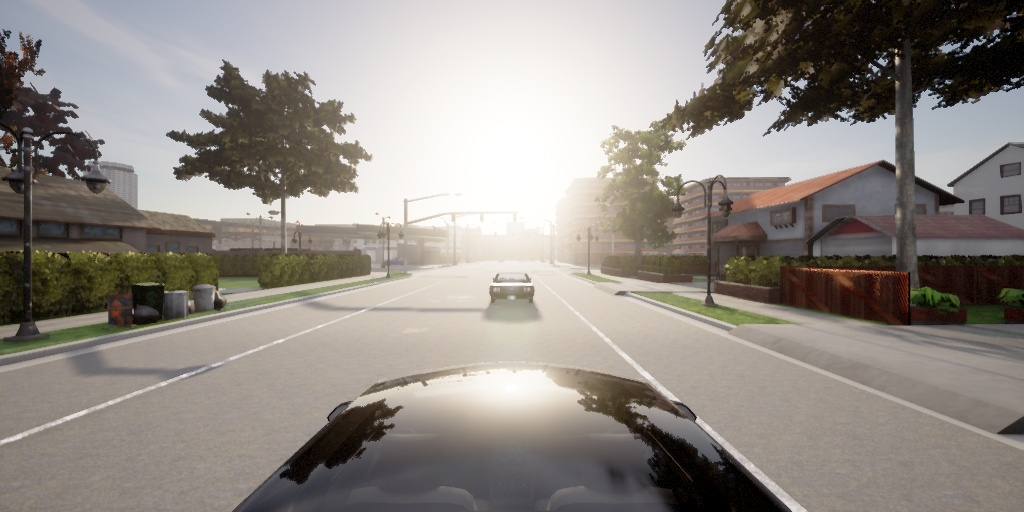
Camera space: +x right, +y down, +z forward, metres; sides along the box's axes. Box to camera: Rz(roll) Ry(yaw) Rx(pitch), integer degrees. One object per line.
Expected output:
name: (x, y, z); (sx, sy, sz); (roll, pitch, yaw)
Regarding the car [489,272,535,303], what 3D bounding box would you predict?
car: (0.000, 1.365, 16.530); (1.895, 1.301, 4.718); (0, 0, 0)
